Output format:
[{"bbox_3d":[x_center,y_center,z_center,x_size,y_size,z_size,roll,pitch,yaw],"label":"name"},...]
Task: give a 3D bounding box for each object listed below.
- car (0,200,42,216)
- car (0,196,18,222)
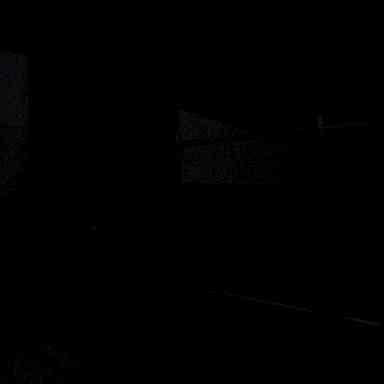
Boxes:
[{"bbox_3d":[-18.494,1.629,34.583,1.882,1.535,5.008,0,0,34],"label":"car"},{"bbox_3d":[-14.558,1.343,27.698,2.150,2.045,5.566,-1,0,32],"label":"car"}]
